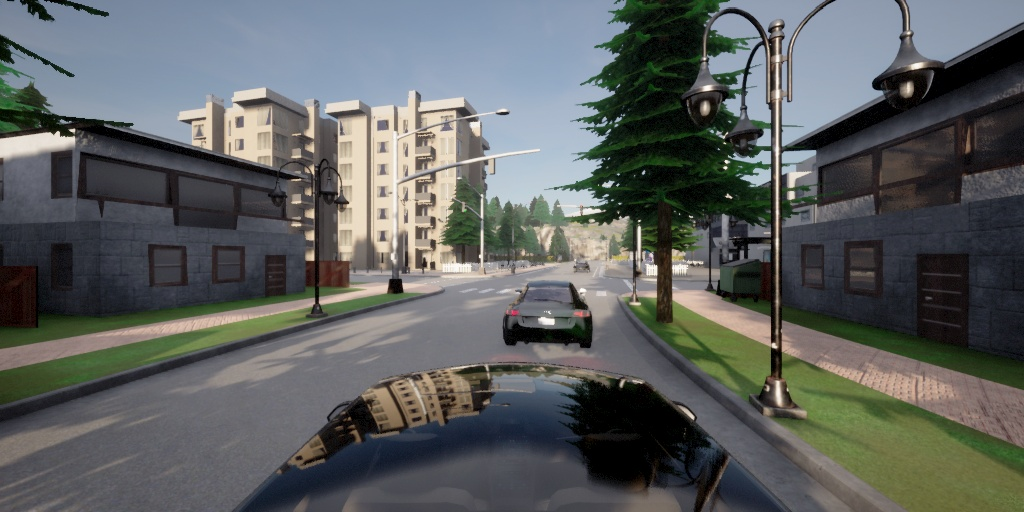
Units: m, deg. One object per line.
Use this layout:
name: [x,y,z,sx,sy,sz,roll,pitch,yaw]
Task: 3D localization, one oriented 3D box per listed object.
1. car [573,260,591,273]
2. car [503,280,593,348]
car: [8.746,1.276,44.880,2.128,1.511,4.902,0,0,14]
car: [0.997,1.314,9.335,1.994,1.385,4.181,0,0,8]
